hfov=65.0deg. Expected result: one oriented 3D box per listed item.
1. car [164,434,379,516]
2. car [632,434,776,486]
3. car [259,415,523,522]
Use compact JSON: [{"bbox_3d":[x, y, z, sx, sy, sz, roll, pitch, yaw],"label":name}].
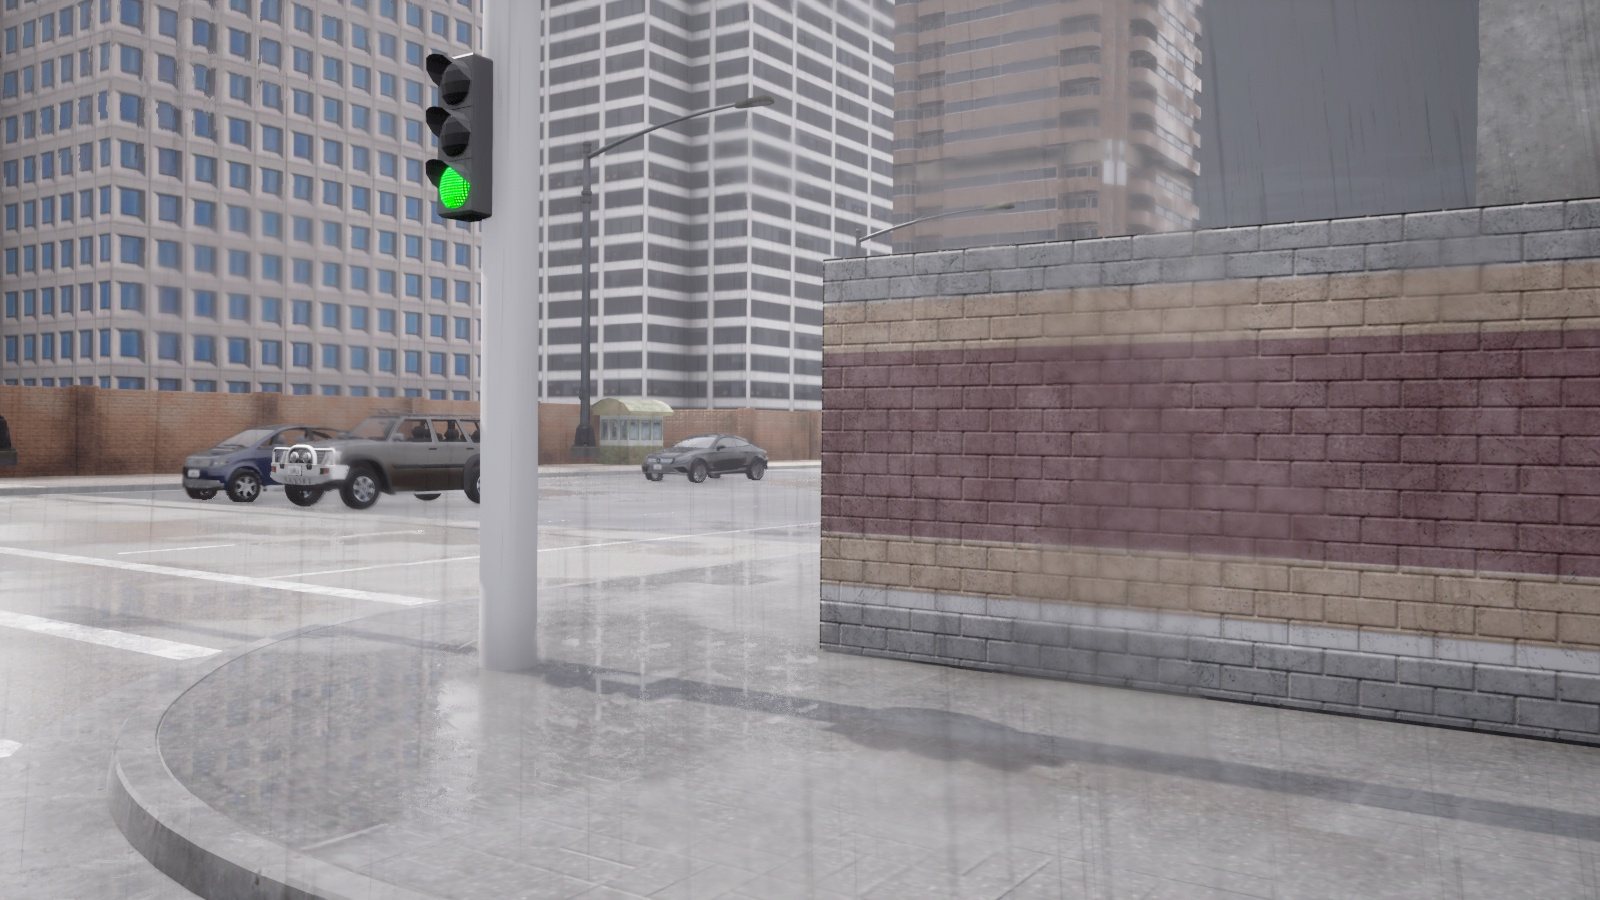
[{"bbox_3d":[-10.835,0.454,25.972,1.789,1.549,3.705,0,1,34],"label":"car"},{"bbox_3d":[-2.804,0.266,37.833,1.812,1.442,4.674,0,1,34],"label":"car"},{"bbox_3d":[-7.761,0.287,24.273,1.932,1.855,4.605,0,1,34],"label":"car"}]
